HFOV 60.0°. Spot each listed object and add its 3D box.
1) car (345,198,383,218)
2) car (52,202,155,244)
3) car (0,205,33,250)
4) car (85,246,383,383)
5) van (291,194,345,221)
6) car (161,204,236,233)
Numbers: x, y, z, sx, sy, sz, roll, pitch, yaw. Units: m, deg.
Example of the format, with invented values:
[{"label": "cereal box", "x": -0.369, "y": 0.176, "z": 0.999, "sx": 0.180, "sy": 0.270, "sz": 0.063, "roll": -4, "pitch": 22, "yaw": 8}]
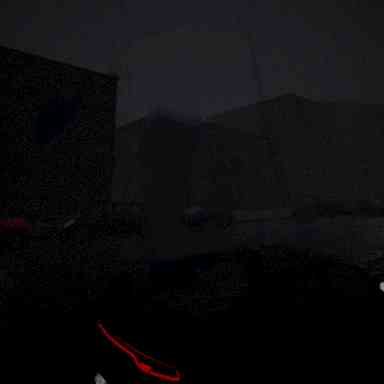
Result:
[{"label": "car", "x": 13.916, "y": 1.348, "z": 28.613, "sx": 4.792, "sy": 1.488, "sz": 2.163, "roll": 0, "pitch": 0, "yaw": -36}, {"label": "car", "x": -4.098, "y": 1.301, "z": 15.698, "sx": 4.553, "sy": 1.767, "sz": 2.185, "roll": 0, "pitch": 0, "yaw": -36}, {"label": "car", "x": -8.589, "y": 1.328, "z": 12.479, "sx": 4.553, "sy": 1.767, "sz": 2.185, "roll": 0, "pitch": 0, "yaw": -36}, {"label": "car", "x": 1.228, "y": 1.460, "z": 4.315, "sx": 5.008, "sy": 1.535, "sz": 1.882, "roll": 0, "pitch": 0, "yaw": -35}, {"label": "van", "x": 9.355, "y": 1.120, "z": 25.341, "sx": 4.442, "sy": 1.987, "sz": 1.878, "roll": 0, "pitch": 0, "yaw": -36}, {"label": "car", "x": 0.471, "y": 1.440, "z": 18.974, "sx": 4.674, "sy": 1.452, "sz": 2.002, "roll": 0, "pitch": 0, "yaw": -36}]
